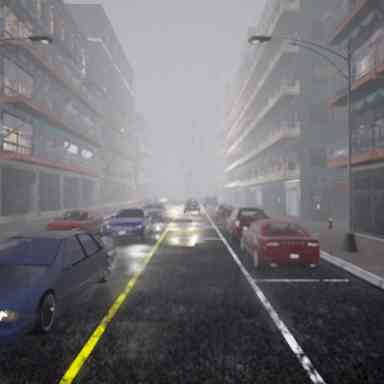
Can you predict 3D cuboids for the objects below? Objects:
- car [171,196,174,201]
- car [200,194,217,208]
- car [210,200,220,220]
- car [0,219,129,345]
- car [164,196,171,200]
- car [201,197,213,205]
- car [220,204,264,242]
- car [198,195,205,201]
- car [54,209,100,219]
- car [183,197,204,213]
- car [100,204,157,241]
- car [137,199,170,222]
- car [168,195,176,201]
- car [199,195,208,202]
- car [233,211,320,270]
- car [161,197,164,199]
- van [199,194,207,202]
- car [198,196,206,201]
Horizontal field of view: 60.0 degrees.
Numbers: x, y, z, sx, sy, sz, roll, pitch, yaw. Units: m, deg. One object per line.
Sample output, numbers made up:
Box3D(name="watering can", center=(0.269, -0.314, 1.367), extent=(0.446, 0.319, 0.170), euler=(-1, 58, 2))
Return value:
Box3D(name="car", center=(-5.676, 1.645, 71.759), extent=(2.008, 1.369, 4.403), euler=(1, 0, 0))
Box3D(name="car", center=(2.705, 1.377, 49.652), extent=(2.192, 1.841, 5.009), euler=(1, 0, 0))
Box3D(name="car", center=(2.701, 1.615, 27.557), extent=(1.802, 1.307, 4.206), euler=(1, 0, 0))
Box3D(name="car", center=(-3.066, 1.556, 6.996), extent=(2.033, 1.411, 5.357), euler=(0, 0, 4))
Box3D(name="car", center=(-5.676, 1.611, 66.065), extent=(1.752, 1.417, 4.829), euler=(1, 0, 0))
Box3D(name="car", center=(2.704, 1.644, 60.698), extent=(1.947, 1.339, 4.313), euler=(1, 0, 0))
Box3D(name="car", center=(2.701, 1.459, 16.511), extent=(1.967, 1.590, 4.097), euler=(1, 0, 0))
Box3D(name="car", center=(2.706, 1.676, 93.839), extent=(1.887, 1.381, 4.507), euler=(0, 0, 0))
Box3D(name="car", center=(-5.681, 1.564, 16.525), extent=(1.887, 1.381, 4.507), euler=(1, 0, 0))
Box3D(name="car", center=(0.006, 1.592, 36.831), extent=(2.033, 1.411, 5.357), euler=(0, 0, 0))
Box3D(name="car", center=(-3.089, 1.546, 17.104), extent=(1.812, 1.442, 4.674), euler=(0, 0, 0))
Box3D(name="car", center=(-3.091, 1.580, 27.358), extent=(2.033, 1.411, 5.357), euler=(0, 0, 0))
Box3D(name="car", center=(-5.674, 1.682, 93.853), extent=(2.008, 1.369, 4.403), euler=(1, 0, 0))
Box3D(name="car", center=(2.706, 1.543, 77.269), extent=(1.967, 1.590, 4.097), euler=(1, 0, 0))
Box3D(name="car", center=(2.700, 1.558, 10.987), extent=(1.887, 1.381, 4.507), euler=(1, 0, 0))
Box3D(name="car", center=(-5.678, 1.607, 49.666), extent=(1.887, 1.381, 4.507), euler=(1, 0, 0))
Box3D(name="van", center=(2.708, 1.453, 82.792), extent=(1.690, 1.788, 3.998), euler=(0, 0, 0))
Box3D(name="car", center=(2.706, 1.666, 88.315), extent=(1.887, 1.381, 4.507), euler=(0, 0, 0))
